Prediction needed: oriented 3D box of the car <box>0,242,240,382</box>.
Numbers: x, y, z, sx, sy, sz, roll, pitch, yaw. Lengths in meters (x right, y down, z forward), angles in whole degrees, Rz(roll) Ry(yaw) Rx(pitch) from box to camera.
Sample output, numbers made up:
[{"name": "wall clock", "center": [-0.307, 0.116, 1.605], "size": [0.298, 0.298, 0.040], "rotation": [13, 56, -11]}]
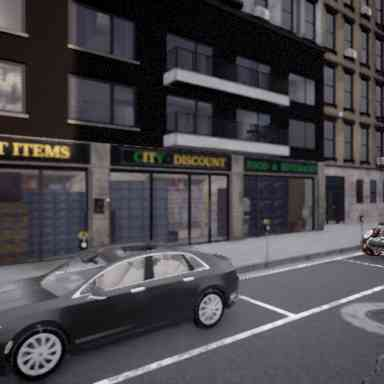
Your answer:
[{"name": "car", "center": [-1.176, 1.550, 5.349], "size": [4.403, 1.369, 2.008], "rotation": [0, 0, -35]}]

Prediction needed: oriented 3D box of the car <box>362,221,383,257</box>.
[{"name": "car", "center": [7.796, 1.438, 11.749], "size": [4.097, 1.590, 1.967], "rotation": [0, 0, -35]}]
